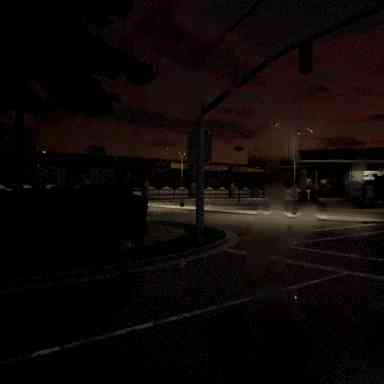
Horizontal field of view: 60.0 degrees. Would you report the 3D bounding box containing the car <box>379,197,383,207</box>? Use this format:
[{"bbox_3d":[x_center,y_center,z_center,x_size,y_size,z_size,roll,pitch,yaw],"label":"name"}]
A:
[{"bbox_3d":[25.378,1.456,47.192,1.970,1.475,3.806,0,0,-35],"label":"car"}]

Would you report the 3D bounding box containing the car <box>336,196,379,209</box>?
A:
[{"bbox_3d":[21.112,1.295,43.268,2.242,1.667,4.611,0,0,-35],"label":"car"}]
